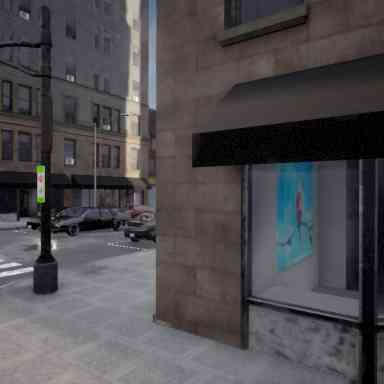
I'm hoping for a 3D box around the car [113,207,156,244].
[{"bbox_3d":[-1.245,1.573,15.680,2.008,1.369,4.403,0,0,35],"label":"car"}]

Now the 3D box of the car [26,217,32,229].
[{"bbox_3d":[-7.786,1.563,20.329,1.947,1.339,4.313,0,0,35],"label":"car"}]

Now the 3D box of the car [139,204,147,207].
[{"bbox_3d":[-4.495,1.583,24.961,1.802,1.307,4.206,0,0,35],"label":"car"}]

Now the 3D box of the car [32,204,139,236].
[{"bbox_3d":[-5.761,1.553,18.798,2.033,1.411,5.357,0,0,35],"label":"car"}]
